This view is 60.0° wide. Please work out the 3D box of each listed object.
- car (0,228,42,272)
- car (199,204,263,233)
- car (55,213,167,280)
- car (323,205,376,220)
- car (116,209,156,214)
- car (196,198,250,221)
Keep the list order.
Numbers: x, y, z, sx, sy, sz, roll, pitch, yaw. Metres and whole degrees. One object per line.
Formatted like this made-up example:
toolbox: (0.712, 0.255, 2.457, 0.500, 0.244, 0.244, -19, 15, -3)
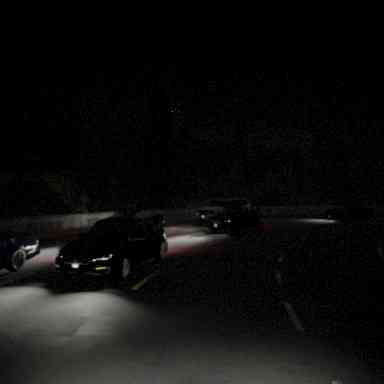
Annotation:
car: (-6.259, 1.656, 8.784, 2.033, 1.411, 5.357, 0, -1, 9)
car: (2.915, 1.754, 21.792, 2.128, 1.511, 4.902, -1, -1, 38)
car: (-2.265, 1.636, 10.615, 1.837, 1.490, 4.892, 0, -1, 15)
car: (15.263, 1.930, 32.146, 5.357, 1.411, 2.033, 0, -1, -24)
car: (-3.269, 1.712, 18.172, 2.128, 1.511, 4.902, 0, -1, 26)
car: (2.748, 1.547, 27.072, 2.150, 2.045, 5.566, -1, -1, 44)
